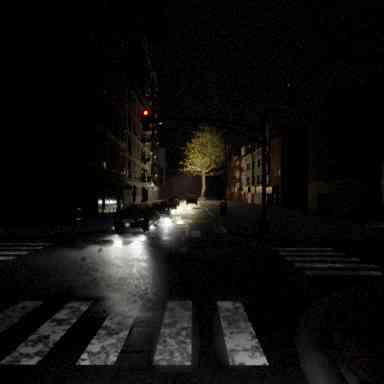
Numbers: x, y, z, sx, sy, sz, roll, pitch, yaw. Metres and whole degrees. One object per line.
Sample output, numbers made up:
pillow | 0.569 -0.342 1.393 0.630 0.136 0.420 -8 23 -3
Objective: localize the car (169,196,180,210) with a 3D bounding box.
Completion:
car | -2.925 1.542 42.932 1.994 1.385 4.181 0 0 0

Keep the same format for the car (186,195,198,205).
car | -0.045 1.454 57.523 1.882 1.535 5.008 0 0 0

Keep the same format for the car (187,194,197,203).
car | -0.070 1.330 69.350 2.097 1.767 4.553 0 0 0

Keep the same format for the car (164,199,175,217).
car | -2.927 1.584 31.251 1.895 1.301 4.718 0 0 0

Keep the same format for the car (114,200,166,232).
car | -3.214 1.482 20.097 2.128 1.511 4.902 0 0 5
